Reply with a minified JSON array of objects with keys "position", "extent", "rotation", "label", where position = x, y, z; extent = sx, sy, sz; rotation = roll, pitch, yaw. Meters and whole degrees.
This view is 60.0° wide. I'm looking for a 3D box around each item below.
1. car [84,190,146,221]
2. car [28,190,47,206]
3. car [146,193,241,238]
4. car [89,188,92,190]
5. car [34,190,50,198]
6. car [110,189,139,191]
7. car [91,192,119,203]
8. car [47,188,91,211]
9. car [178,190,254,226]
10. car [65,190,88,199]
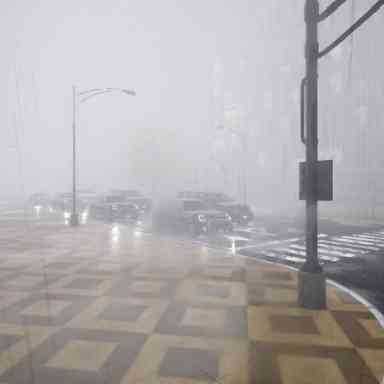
[{"position":[-5.501,0.965,23.329],"extent":[2.097,1.767,4.553],"rotation":[0,1,-38],"label":"car"},{"position":[-17.848,0.771,39.069],"extent":[1.812,1.442,4.674],"rotation":[0,1,-38],"label":"car"},{"position":[-0.088,1.124,16.485],"extent":[2.097,1.767,4.553],"rotation":[0,1,-38],"label":"car"},{"position":[-12.137,0.558,37.040],"extent":[2.150,2.045,5.566],"rotation":[0,1,-37],"label":"car"},{"position":[-28.756,0.281,63.740],"extent":[1.812,1.442,4.674],"rotation":[0,1,-38],"label":"car"},{"position":[-5.519,0.754,28.604],"extent":[2.150,2.045,5.566],"rotation":[0,1,-38],"label":"car"},{"position":[-12.726,0.702,48.594],"extent":[2.033,1.411,5.357],"rotation":[0,1,-37],"label":"car"},{"position":[-11.534,0.786,30.993],"extent":[2.097,1.767,4.553],"rotation":[0,1,-38],"label":"car"},{"position":[1.103,0.950,20.179],"extent":[2.150,2.045,5.566],"rotation":[0,1,-40],"label":"car"},{"position":[-20.169,0.479,58.103],"extent":[2.033,1.411,5.357],"rotation":[0,1,-40],"label":"car"}]
